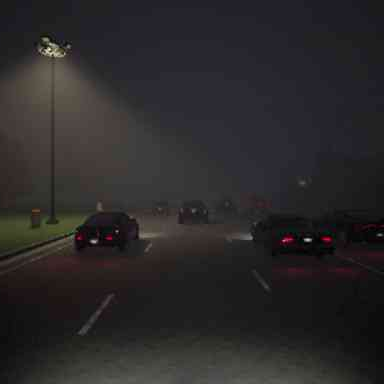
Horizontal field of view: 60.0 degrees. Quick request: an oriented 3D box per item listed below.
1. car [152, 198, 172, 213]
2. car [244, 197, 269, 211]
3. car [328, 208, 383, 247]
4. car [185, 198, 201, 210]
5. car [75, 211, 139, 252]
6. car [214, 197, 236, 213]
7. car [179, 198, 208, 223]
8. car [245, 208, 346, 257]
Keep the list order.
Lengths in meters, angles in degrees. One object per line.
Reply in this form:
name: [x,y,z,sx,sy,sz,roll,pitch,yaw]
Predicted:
car: [-3.396,1.500,37.687,1.837,1.490,4.892,0,0,0]
car: [7.104,1.348,37.017,2.097,1.767,4.553,0,0,0]
car: [7.102,1.476,15.034,1.882,1.535,5.008,0,0,0]
car: [0.105,1.542,45.185,2.033,1.411,5.357,0,0,0]
car: [-3.398,1.524,13.851,1.812,1.442,4.674,0,0,0]
car: [3.603,1.347,36.663,2.097,1.767,4.553,0,0,0]
car: [0.103,1.349,25.302,2.097,1.767,4.553,0,0,0]
car: [3.602,1.546,12.837,2.033,1.411,5.357,0,0,0]
